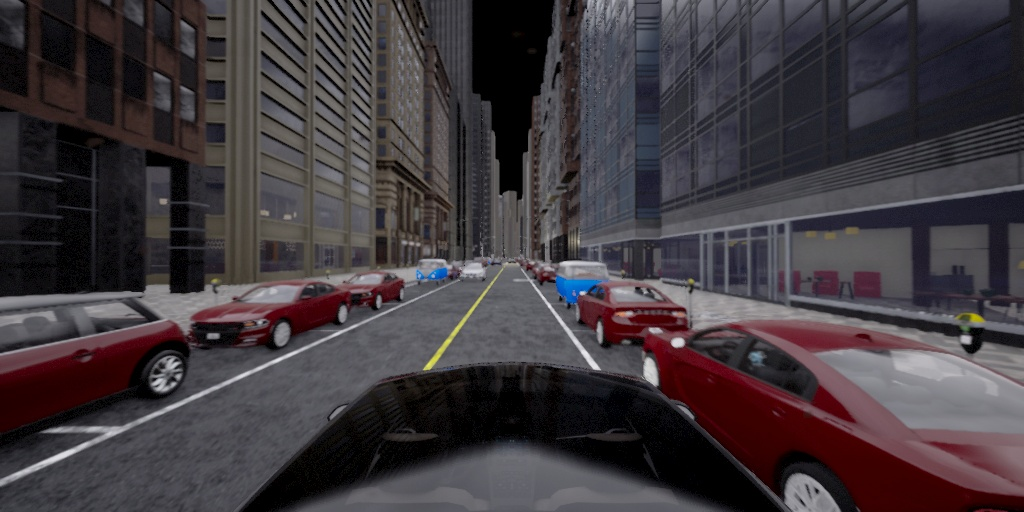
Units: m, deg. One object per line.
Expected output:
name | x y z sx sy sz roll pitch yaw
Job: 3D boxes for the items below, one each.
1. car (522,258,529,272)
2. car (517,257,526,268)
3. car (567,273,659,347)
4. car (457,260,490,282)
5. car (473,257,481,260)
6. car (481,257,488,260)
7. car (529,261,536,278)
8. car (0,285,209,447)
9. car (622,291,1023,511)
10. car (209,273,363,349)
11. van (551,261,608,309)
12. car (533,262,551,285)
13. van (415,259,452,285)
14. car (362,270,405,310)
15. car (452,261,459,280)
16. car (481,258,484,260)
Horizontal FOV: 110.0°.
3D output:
car | 2.774 1.360 48.385 1.888 1.381 4.507 0 0 0
car | 2.366 1.365 65.043 1.812 1.442 4.674 0 0 0
car | 2.765 1.305 9.170 1.888 1.381 4.507 0 0 0
car | -3.091 1.314 29.546 1.812 1.442 4.674 0 0 0
car | -5.752 1.255 48.376 1.967 1.591 4.097 0 0 0
car | -5.749 1.146 59.579 2.192 1.841 5.009 0 0 0
car | 2.770 1.231 31.579 1.967 1.591 4.097 0 0 0
car | -5.762 1.192 3.561 1.967 1.591 4.097 0 0 0
car | 2.763 1.298 3.568 1.888 1.381 4.507 0 0 0
car | -5.761 1.305 9.163 1.888 1.381 4.507 0 0 0
van | 2.766 1.109 14.772 1.690 1.789 3.998 0 0 0
car | 2.768 1.329 25.977 1.888 1.381 4.507 0 0 0
van | -5.757 1.124 25.969 1.690 1.789 3.998 0 0 0
car | -5.759 1.313 14.766 1.888 1.381 4.507 0 0 0
car | -5.756 1.373 31.570 1.802 1.307 4.207 0 0 0
car | -5.751 1.388 53.977 1.948 1.339 4.313 0 0 0
